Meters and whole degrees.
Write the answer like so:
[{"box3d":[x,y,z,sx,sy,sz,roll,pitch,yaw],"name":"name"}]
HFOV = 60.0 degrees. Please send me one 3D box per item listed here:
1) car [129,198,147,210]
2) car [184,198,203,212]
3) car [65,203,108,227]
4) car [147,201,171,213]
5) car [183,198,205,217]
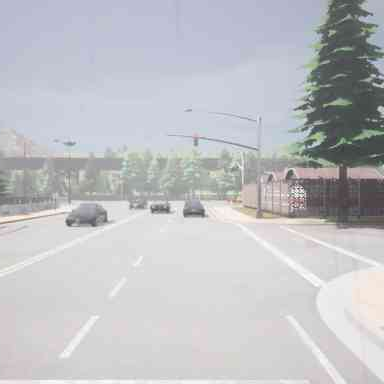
[{"box3d":[-6.964,1.504,43.403,2.128,1.511,4.902,0,0,0],"name":"car"},{"box3d":[0.150,1.491,40.047,2.128,1.511,4.902,0,0,1],"name":"car"},{"box3d":[-7.067,1.525,22.834,1.812,1.442,4.674,0,0,0],"name":"car"},{"box3d":[-3.370,1.601,36.467,1.895,1.301,4.718,0,0,0],"name":"car"},{"box3d":[0.172,1.564,31.144,1.994,1.385,4.181,0,0,-1],"name":"car"}]
